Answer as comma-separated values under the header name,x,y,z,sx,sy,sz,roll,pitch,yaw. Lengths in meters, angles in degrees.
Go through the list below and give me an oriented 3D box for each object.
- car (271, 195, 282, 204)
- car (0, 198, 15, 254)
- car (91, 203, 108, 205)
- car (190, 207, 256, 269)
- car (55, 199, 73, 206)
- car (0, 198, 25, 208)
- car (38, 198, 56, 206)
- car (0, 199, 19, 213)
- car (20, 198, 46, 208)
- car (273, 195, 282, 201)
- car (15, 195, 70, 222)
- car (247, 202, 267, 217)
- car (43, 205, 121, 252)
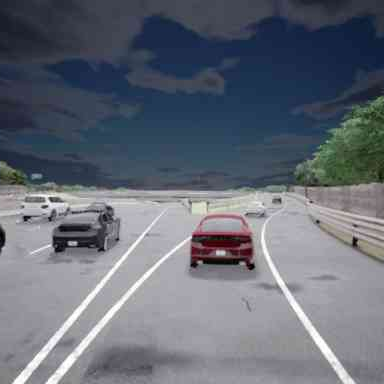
name,x,y,z,sx,sy,sz,roll,pitch,yaw
car,17.686,1.652,69.396,1.837,1.490,4.892,0,1,15
car,-7.393,1.201,9.069,2.150,2.045,5.566,0,0,-2
car,-8.211,1.631,29.709,1.994,1.385,4.181,0,0,-2
car,1.104,1.499,11.427,1.882,1.535,5.008,0,0,8
car,-27.473,2.165,71.306,2.128,1.511,4.902,0,-1,-2
car,-30.383,1.808,55.973,2.128,1.511,4.902,0,-1,-2
car,-30.966,2.119,71.055,1.837,1.490,4.892,0,-1,-2
car,-22.796,1.576,39.569,1.882,1.535,5.008,0,-1,-2
car,-26.897,1.830,56.356,2.128,1.511,4.902,0,-1,-2
car,20.262,1.435,79.174,1.994,1.385,4.181,0,1,14
car,-11.590,1.248,26.626,2.150,2.045,5.566,0,0,-2
car,6.655,1.714,34.217,1.812,1.442,4.674,-1,-1,18
car,-4.180,1.510,13.803,1.837,1.490,4.892,0,0,-2
